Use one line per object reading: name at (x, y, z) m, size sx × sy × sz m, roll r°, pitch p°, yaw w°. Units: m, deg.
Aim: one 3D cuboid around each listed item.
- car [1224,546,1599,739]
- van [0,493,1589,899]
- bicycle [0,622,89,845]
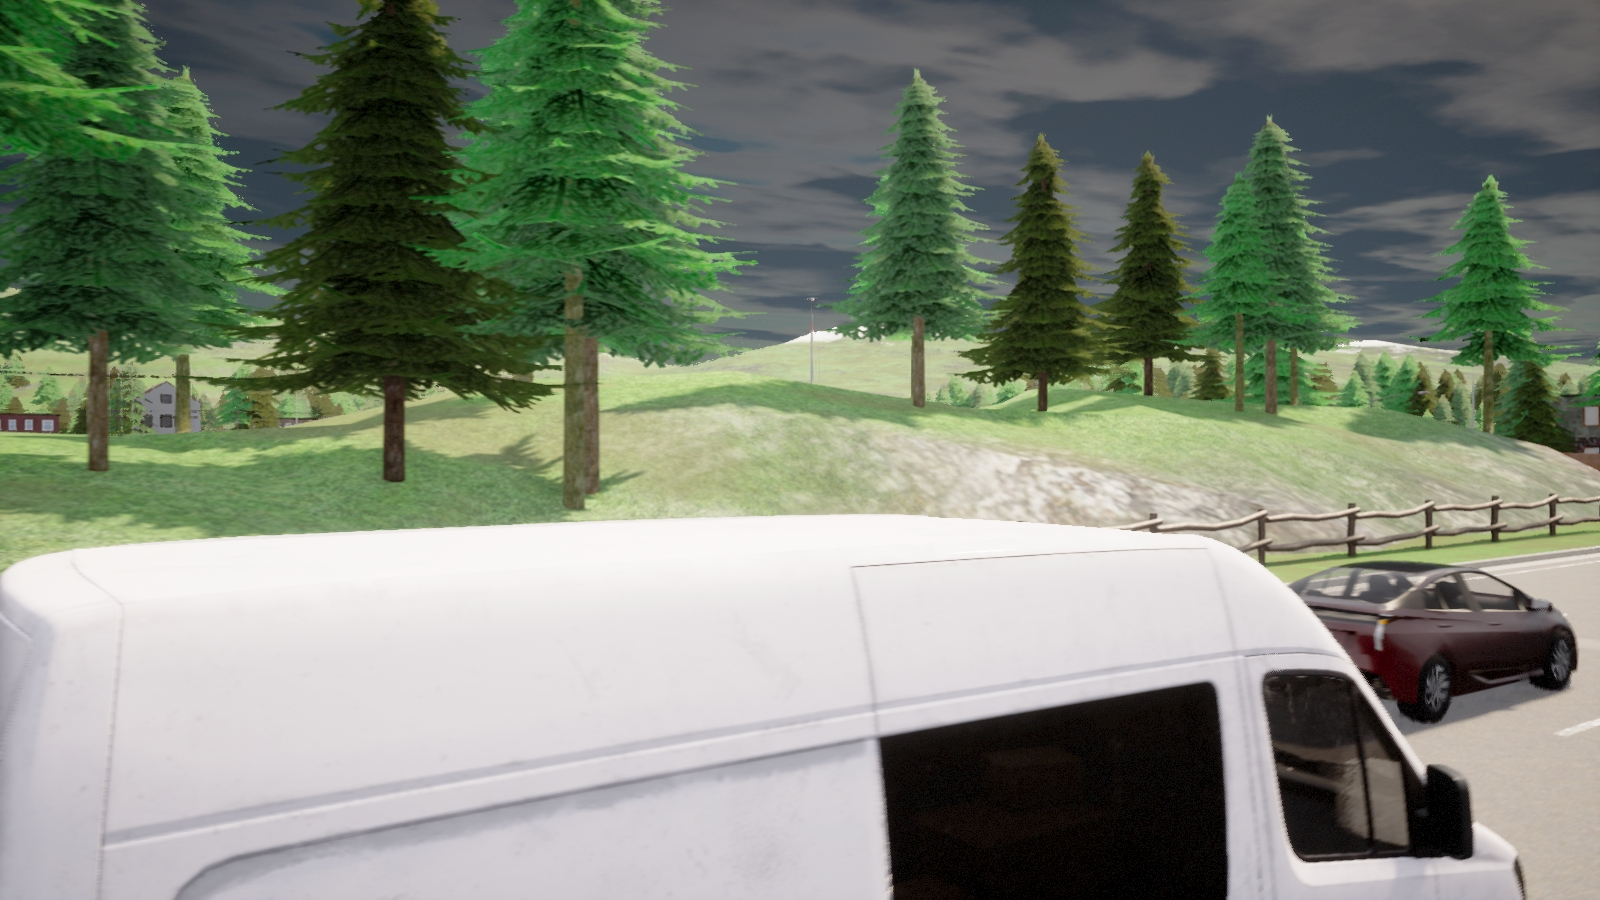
car at (7.146, 2.044, 13.209) m, size 4.514 × 1.525 × 2.007 m, roll 0°, pitch 0°, yaw -35°
van at (0.498, 1.536, 4.149) m, size 5.915 × 2.561 × 1.988 m, roll 0°, pitch 0°, yaw -35°
bicycle at (-6.035, 2.057, 8.111) m, size 1.643 × 1.496 × 0.373 m, roll 1°, pitch 0°, yaw -35°
